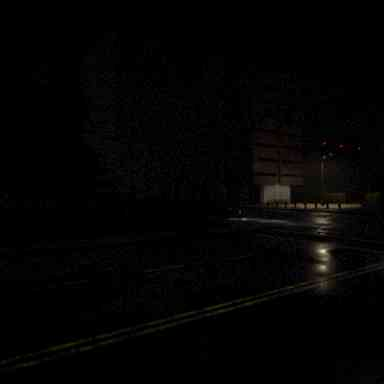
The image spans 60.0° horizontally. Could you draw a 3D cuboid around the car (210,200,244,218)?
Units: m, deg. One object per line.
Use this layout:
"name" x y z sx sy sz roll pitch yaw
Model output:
"car" 2.678 1.490 30.352 2.128 1.511 4.902 0 0 -36
